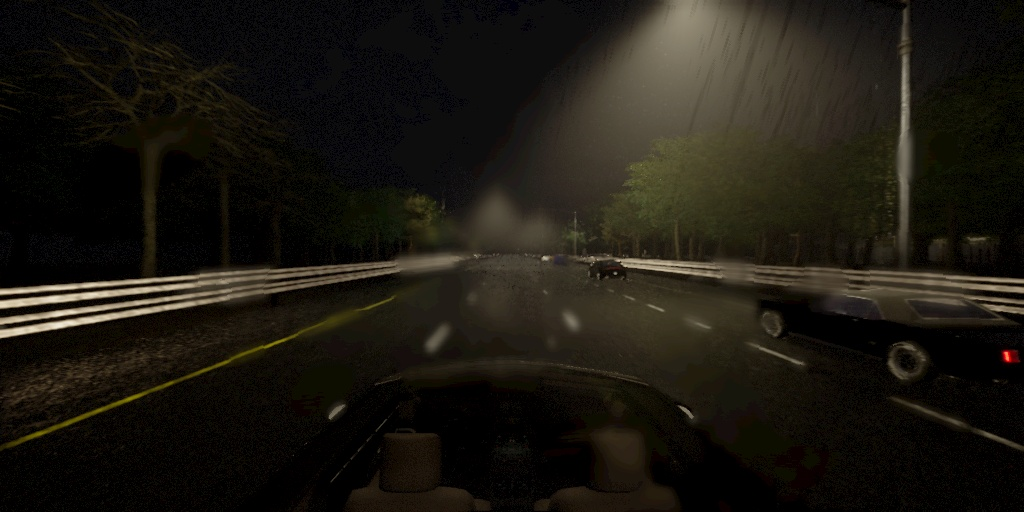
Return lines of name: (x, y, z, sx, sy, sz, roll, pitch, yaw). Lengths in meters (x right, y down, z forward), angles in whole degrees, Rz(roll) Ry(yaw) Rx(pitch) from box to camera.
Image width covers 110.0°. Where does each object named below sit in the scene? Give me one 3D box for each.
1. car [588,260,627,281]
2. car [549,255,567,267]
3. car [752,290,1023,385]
car: (7.007, 1.005, 26.757, 1.882, 1.535, 5.008, 0, 0, 0)
car: (7.014, 0.815, 52.787, 1.812, 1.442, 4.674, 0, 1, 0)
car: (7.000, 1.307, 6.897, 1.895, 1.301, 4.718, 0, 1, 0)
